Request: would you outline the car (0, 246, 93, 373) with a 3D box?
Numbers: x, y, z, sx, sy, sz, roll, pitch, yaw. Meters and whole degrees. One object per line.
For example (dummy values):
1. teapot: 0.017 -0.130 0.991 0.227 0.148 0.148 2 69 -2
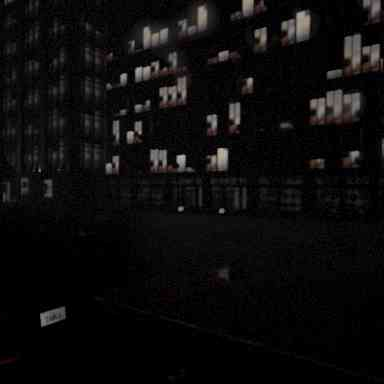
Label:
1. car: -3.384 1.548 5.279 4.313 1.339 1.947 0 1 36
